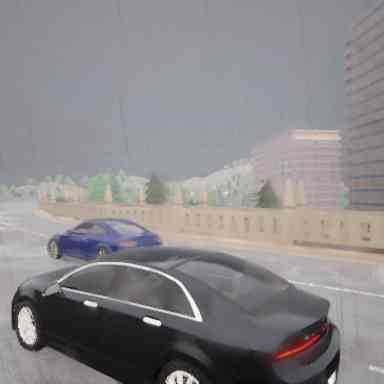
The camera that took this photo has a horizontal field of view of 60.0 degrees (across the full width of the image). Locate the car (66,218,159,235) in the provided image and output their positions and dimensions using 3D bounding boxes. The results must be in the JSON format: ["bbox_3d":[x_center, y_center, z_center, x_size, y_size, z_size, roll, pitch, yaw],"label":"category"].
[{"bbox_3d":[-2.925,1.574,10.916,4.674,1.442,1.812,0,0,41],"label":"car"}]

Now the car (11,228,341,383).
[{"bbox_3d":[-0.632,1.525,4.574,4.892,1.490,1.837,0,0,37],"label":"car"}]
